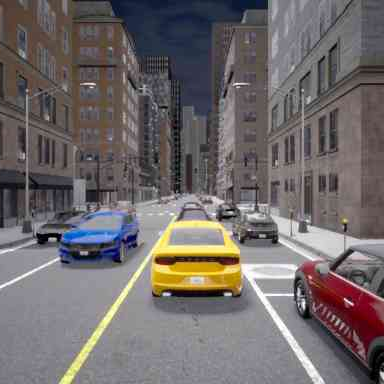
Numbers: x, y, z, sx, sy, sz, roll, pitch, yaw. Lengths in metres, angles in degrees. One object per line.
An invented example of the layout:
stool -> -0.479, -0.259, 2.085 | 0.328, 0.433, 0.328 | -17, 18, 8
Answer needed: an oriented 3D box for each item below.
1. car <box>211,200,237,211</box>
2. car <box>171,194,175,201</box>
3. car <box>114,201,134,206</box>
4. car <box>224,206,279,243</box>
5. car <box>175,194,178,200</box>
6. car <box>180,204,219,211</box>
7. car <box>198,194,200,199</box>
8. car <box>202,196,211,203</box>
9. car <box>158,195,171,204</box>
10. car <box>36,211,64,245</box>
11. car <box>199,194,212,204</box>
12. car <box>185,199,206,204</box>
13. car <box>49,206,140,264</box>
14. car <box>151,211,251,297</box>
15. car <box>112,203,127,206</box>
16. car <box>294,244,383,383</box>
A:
car -> 2.867, 1.569, 26.687 | 1.947, 1.339, 4.313 | 0, 0, 0
car -> -5.582, 1.615, 74.611 | 2.008, 1.369, 4.403 | 0, 0, 0
car -> -5.658, 1.443, 26.691 | 1.967, 1.590, 4.097 | 0, 0, 0
car -> 2.862, 1.552, 15.685 | 2.008, 1.369, 4.403 | 0, 0, 0
car -> -5.547, 1.637, 90.667 | 1.752, 1.417, 4.829 | 0, 0, 0
car -> 0.114, 1.565, 17.605 | 1.994, 1.385, 4.181 | 0, 0, 0
car -> 2.942, 1.615, 74.595 | 2.008, 1.369, 4.403 | 0, 0, 0
car -> 2.930, 1.579, 69.357 | 1.752, 1.417, 4.829 | 0, 0, 0
car -> -5.607, 1.625, 63.794 | 1.802, 1.307, 4.206 | 0, 0, 0
car -> -5.663, 1.567, 15.688 | 1.947, 1.339, 4.313 | 0, 0, 0
car -> 2.917, 1.483, 63.778 | 1.967, 1.590, 4.097 | 0, 0, 0
car -> 0.011, 1.529, 26.416 | 1.812, 1.442, 4.674 | 0, 0, 2
car -> -3.088, 1.478, 12.025 | 1.882, 1.535, 5.008 | 0, 0, 0
car -> 0.098, 1.478, 8.612 | 1.882, 1.535, 5.008 | 0, 0, 0
car -> -5.661, 1.584, 21.190 | 1.802, 1.307, 4.206 | 0, 0, 0
car -> 2.858, 1.440, 4.682 | 1.967, 1.590, 4.097 | 0, 0, 0
